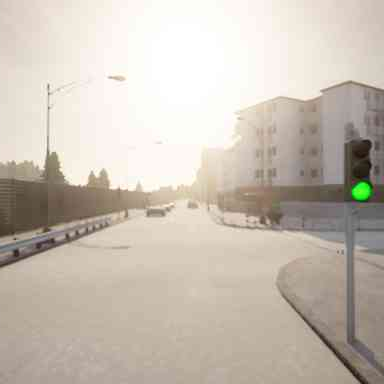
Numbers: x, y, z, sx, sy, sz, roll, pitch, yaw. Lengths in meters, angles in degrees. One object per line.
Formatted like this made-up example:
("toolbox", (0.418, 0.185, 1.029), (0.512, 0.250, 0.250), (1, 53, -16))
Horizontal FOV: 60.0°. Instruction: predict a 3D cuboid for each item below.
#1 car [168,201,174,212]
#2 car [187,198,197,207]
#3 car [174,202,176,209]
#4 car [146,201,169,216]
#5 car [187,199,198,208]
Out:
("car", (-4.093, 2.177, 48.883), (1.812, 1.442, 4.674), (0, -1, 0))
("car", (0.002, 2.351, 74.778), (2.097, 1.767, 4.553), (0, -1, 0))
("car", (-4.044, 2.371, 61.887), (2.033, 1.411, 5.357), (0, -1, 0))
("car", (-4.093, 2.081, 38.797), (1.994, 1.385, 4.181), (0, -1, 0))
("car", (0.107, 2.423, 64.516), (1.994, 1.385, 4.181), (0, -1, -1))
